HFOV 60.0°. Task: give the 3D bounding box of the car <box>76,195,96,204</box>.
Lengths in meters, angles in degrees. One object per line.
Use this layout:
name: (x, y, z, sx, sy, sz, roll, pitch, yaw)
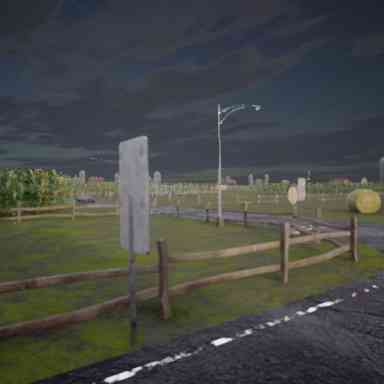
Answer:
car: (-16.479, 1.094, 51.581, 1.994, 1.385, 4.181, -1, 1, -36)
